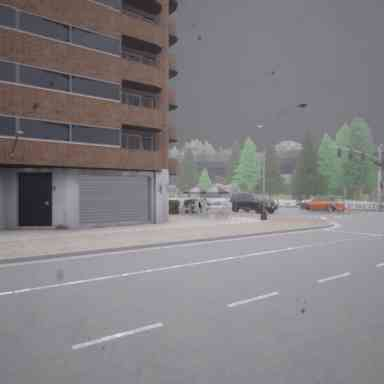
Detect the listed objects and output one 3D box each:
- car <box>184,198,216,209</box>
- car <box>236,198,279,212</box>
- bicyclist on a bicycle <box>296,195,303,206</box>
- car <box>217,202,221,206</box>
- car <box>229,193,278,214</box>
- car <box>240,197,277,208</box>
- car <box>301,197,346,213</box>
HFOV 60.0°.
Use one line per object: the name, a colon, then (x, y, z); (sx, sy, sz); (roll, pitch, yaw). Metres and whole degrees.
car: (0.640, 1.503, 42.513); (1.994, 1.385, 4.181); (0, 0, -39)
car: (7.614, 1.444, 39.121); (1.837, 1.490, 4.892); (0, 0, -37)
bicyclist on a bicycle: (15.323, 1.237, 47.313); (1.656, 1.620, 0.582); (0, 0, -36)
car: (1.987, 1.540, 46.478); (1.895, 1.301, 4.718); (0, 0, -41)
car: (6.304, 1.161, 35.006); (2.150, 2.045, 5.566); (0, 0, -38)
car: (9.631, 1.485, 48.644); (2.033, 1.411, 5.357); (0, 0, -37)
car: (14.223, 1.290, 36.389); (2.097, 1.767, 4.553); (0, 0, -36)
